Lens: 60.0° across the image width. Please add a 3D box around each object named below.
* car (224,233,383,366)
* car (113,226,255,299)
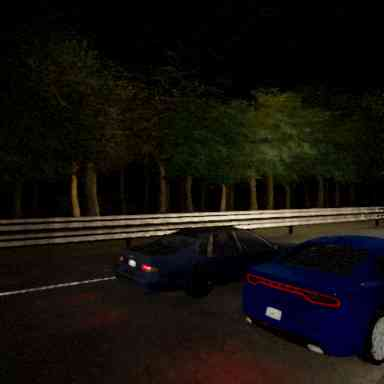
[{"bbox_3d":[3.131,1.530,5.976,5.008,1.535,1.882,1,0,-35],"label":"car"},{"bbox_3d":[0.756,1.596,8.583,5.357,1.411,2.033,1,0,-35],"label":"car"}]
